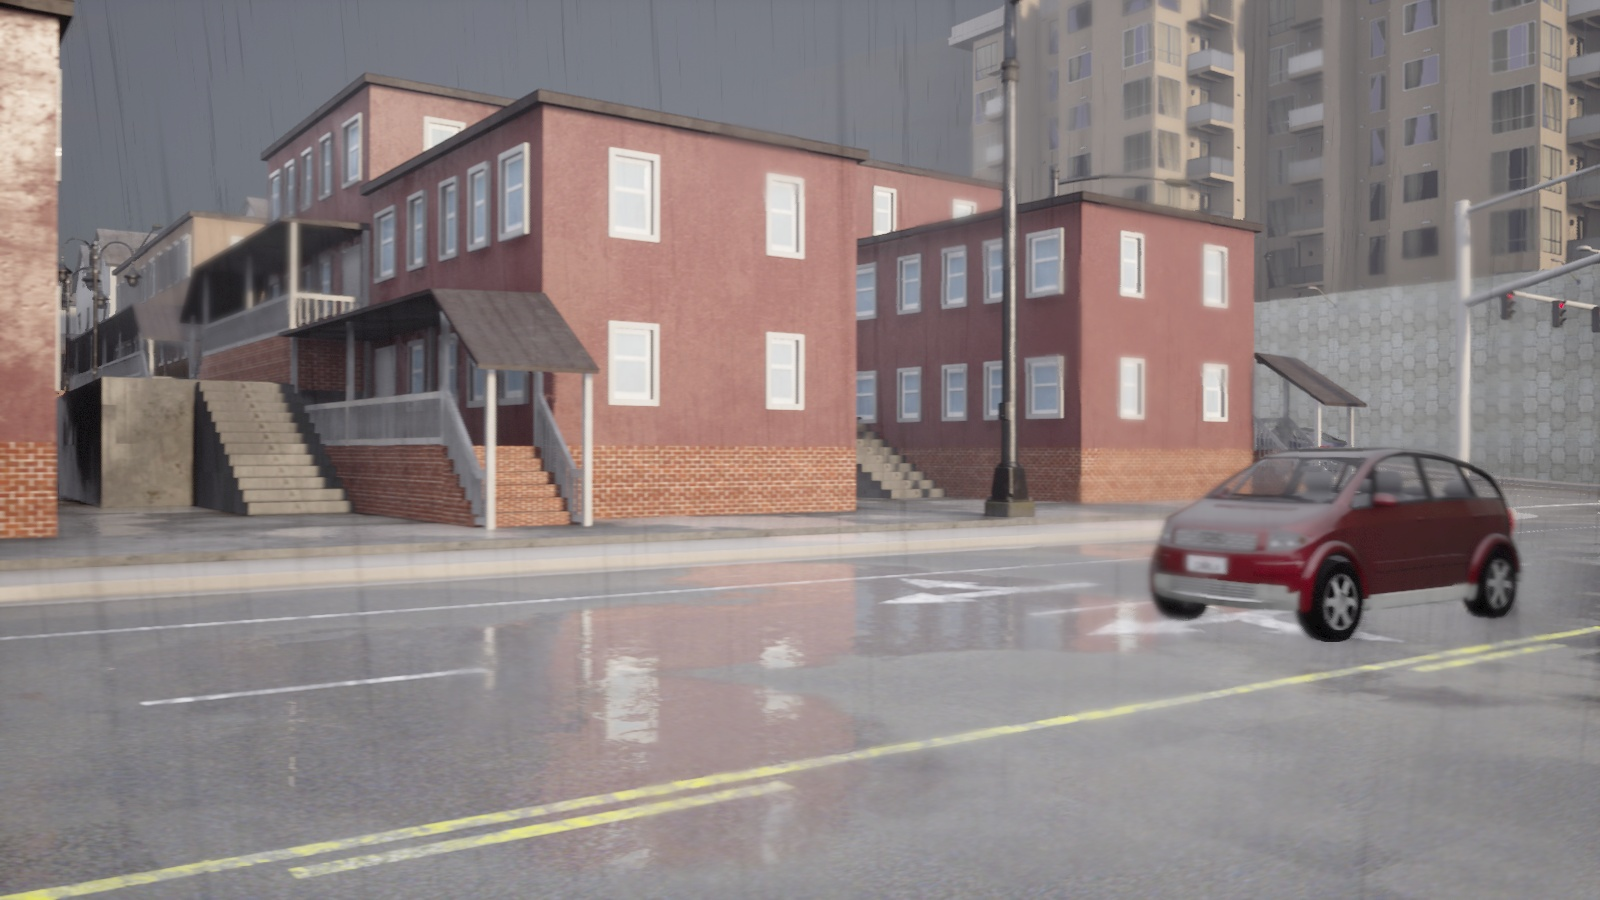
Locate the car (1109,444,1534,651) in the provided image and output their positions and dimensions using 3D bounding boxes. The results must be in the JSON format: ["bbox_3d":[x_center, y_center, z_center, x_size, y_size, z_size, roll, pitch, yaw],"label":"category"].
[{"bbox_3d":[4.717,0.738,11.220,3.705,1.549,1.789,0,0,-35],"label":"car"}]

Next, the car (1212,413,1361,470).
[{"bbox_3d":[19.190,-0.373,49.770,2.152,1.651,5.027,0,7,-35],"label":"car"}]
